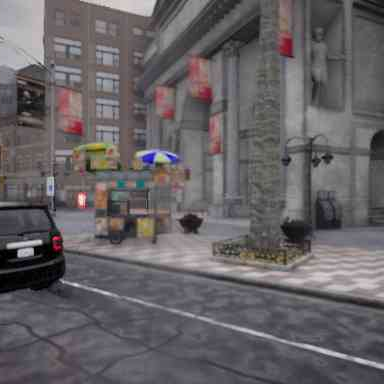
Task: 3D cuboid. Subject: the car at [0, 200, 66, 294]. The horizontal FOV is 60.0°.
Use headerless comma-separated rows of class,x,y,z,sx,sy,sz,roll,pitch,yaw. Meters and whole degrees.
car,-5.242,1.212,7.704,5.566,2.045,2.150,0,0,36
